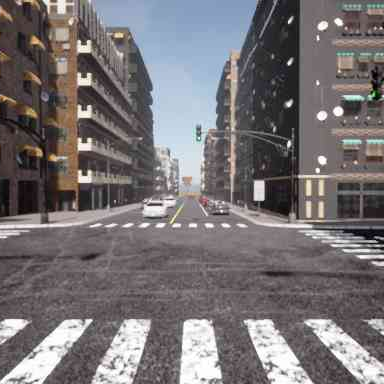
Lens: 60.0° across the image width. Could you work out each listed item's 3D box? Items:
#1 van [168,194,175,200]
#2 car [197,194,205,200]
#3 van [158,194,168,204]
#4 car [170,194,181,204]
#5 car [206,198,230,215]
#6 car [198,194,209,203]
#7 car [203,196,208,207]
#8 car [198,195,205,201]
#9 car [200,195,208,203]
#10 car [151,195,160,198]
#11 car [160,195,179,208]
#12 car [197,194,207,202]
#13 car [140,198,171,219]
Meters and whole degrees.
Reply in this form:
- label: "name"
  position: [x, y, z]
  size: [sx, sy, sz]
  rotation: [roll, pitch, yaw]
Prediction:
- label: "van"
  position: [-5.797, 1.404, 95.416]
  size: [1.690, 1.788, 3.998]
  rotation: [-1, 0, 0]
- label: "car"
  position: [2.552, 1.503, 95.323]
  size: [1.967, 1.590, 4.097]
  rotation: [-1, 0, 0]
- label: "van"
  position: [-5.761, 1.359, 67.254]
  size: [1.690, 1.788, 3.998]
  rotation: [-1, 0, 0]
- label: "car"
  position: [-3.081, 1.345, 64.046]
  size: [2.128, 1.511, 4.902]
  rotation: [0, 0, 0]
- label: "car"
  position: [2.763, 1.540, 33.376]
  size: [2.008, 1.369, 4.403]
  rotation: [-1, 0, 0]
- label: "car"
  position: [2.578, 1.340, 72.798]
  size: [2.192, 1.841, 5.009]
  rotation: [-1, 0, 0]
- label: "car"
  position: [2.748, 1.542, 38.906]
  size: [2.008, 1.369, 4.403]
  rotation: [-1, 0, 0]
- label: "car"
  position: [2.562, 1.634, 89.692]
  size: [1.802, 1.307, 4.206]
  rotation: [-1, 0, 0]
- label: "car"
  position: [2.630, 1.544, 50.171]
  size: [1.887, 1.381, 4.507]
  rotation: [-1, 0, 0]
- label: "car"
  position: [-5.898, 1.545, 44.724]
  size: [2.008, 1.369, 4.403]
  rotation: [-1, 0, 0]
- label: "car"
  position: [-3.153, 1.522, 47.449]
  size: [1.812, 1.442, 4.674]
  rotation: [0, 0, 0]
- label: "car"
  position: [2.590, 1.562, 67.165]
  size: [1.887, 1.381, 4.507]
  rotation: [-1, 0, 0]
- label: "car"
  position: [-3.136, 1.514, 29.001]
  size: [1.812, 1.442, 4.674]
  rotation: [0, 0, 0]
